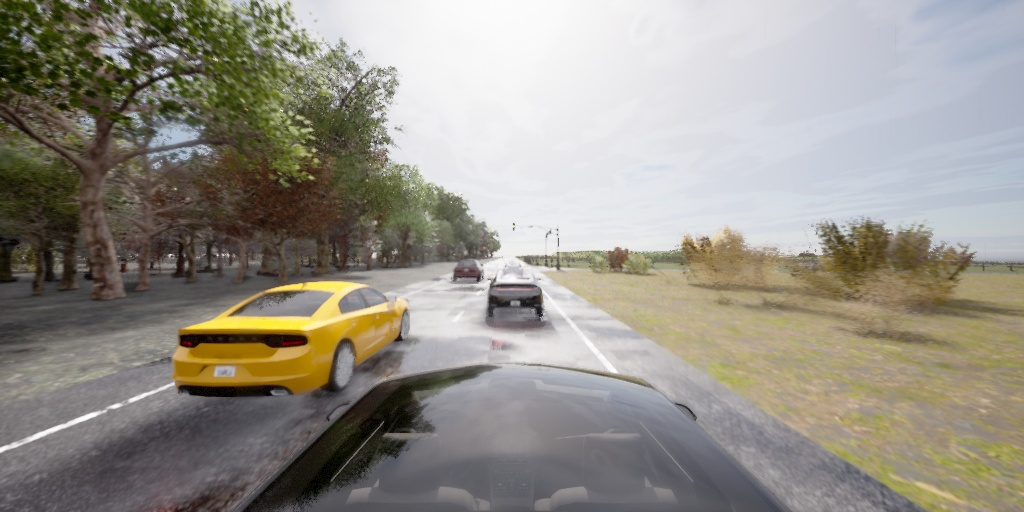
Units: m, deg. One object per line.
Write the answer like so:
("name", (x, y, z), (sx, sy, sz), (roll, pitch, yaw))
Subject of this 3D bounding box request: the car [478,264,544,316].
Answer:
("car", (0.100, 1.220, 13.270), (2.128, 1.511, 4.902), (0, 0, 0))

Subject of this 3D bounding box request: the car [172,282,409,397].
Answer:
("car", (-3.399, 1.219, 6.722), (1.882, 1.535, 5.008), (0, 0, 0))

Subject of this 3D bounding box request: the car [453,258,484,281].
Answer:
("car", (-3.401, 1.050, 28.901), (2.097, 1.767, 4.553), (0, 0, 0))
